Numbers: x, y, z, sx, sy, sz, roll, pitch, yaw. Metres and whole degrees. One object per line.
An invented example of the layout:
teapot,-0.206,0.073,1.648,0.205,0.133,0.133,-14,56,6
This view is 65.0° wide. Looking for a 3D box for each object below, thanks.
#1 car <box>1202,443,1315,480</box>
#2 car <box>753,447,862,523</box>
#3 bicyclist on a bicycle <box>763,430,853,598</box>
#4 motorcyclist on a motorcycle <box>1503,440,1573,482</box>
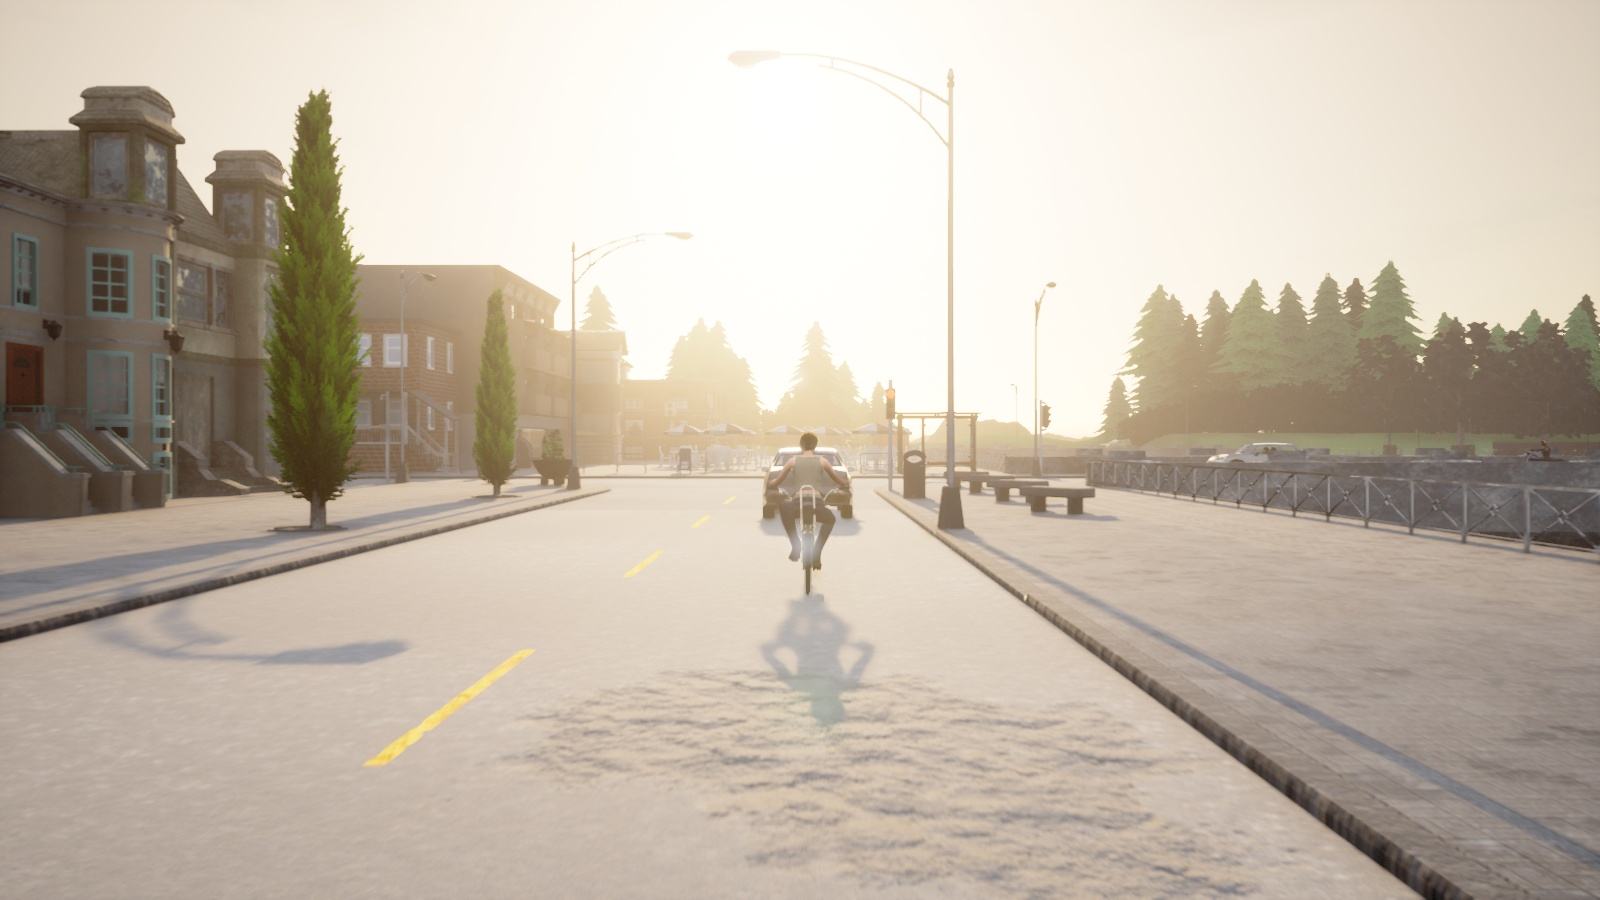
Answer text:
car,18.352,0.443,50.343,3.806,1.475,1.970,0,0,0
car,0.160,0.647,26.130,2.033,1.411,5.357,0,0,0
bicyclist on a bicycle,0.082,0.611,12.798,0.866,1.612,1.509,0,0,1
motorcyclist on a motorcycle,29.535,0.437,50.283,2.350,1.649,0.766,0,0,0
